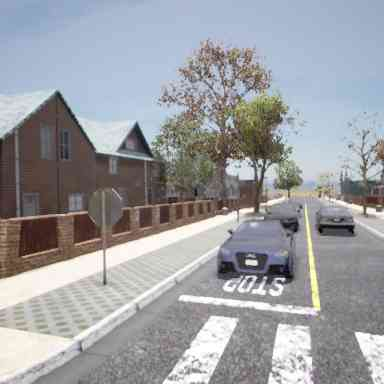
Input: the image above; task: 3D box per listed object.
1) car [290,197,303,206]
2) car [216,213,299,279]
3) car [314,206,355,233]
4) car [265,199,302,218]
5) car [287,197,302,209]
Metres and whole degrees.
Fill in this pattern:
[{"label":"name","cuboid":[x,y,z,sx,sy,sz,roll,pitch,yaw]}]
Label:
[{"label":"car","cuboid":[8.972,1.505,30.503,2.033,1.411,5.357,0,0,19]},{"label":"car","cuboid":[2.092,1.560,10.130,1.994,1.385,4.181,0,0,18]},{"label":"car","cuboid":[8.309,1.512,19.579,2.033,1.411,5.357,0,0,18]},{"label":"car","cuboid":[5.635,1.455,20.621,1.882,1.535,5.008,0,0,19]},{"label":"car","cuboid":[13.710,1.458,44.320,1.812,1.442,4.674,0,0,19]}]
